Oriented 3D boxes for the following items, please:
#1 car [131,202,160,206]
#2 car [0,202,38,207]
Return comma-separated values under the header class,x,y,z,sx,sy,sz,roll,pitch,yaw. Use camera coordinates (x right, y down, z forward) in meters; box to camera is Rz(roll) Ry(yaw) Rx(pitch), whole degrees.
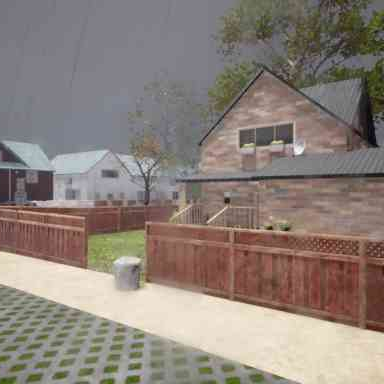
class,x,y,z,sx,sy,sz,roll,pitch,yaw
car,-4.929,1.746,33.892,2.128,1.511,4.902,0,-1,37
car,-12.848,1.479,23.308,2.097,1.767,4.553,0,-1,37
